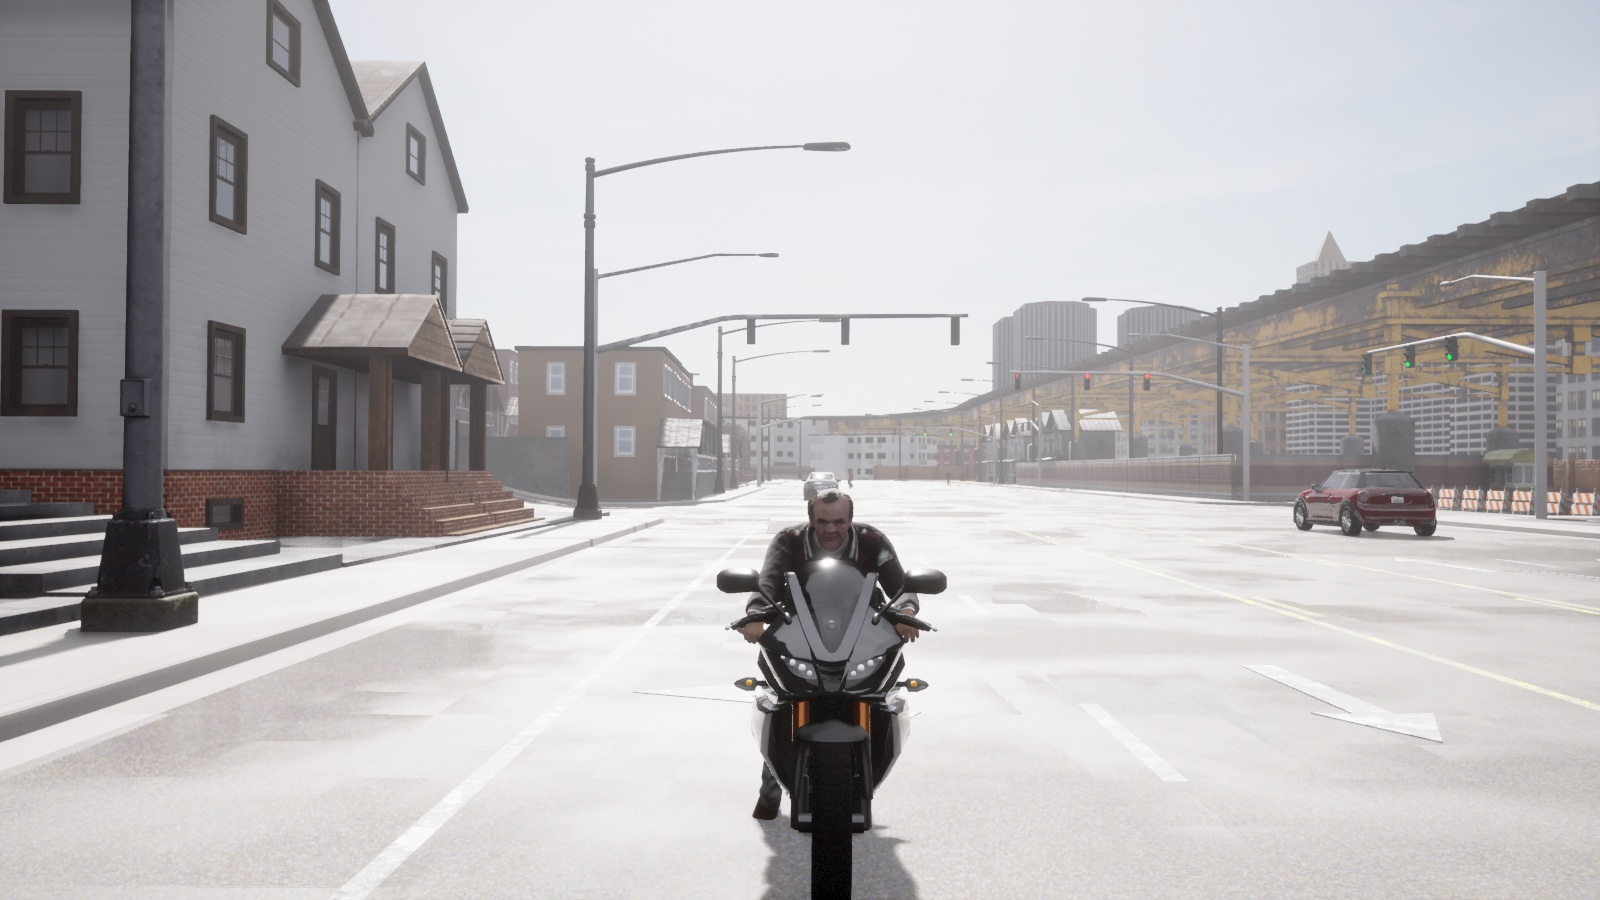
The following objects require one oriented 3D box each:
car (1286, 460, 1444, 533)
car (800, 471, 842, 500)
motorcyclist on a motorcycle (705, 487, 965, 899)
[{"bbox_3d":[14.574,1.162,32.692,2.097,1.767,4.553,0,-1,1],"label":"car"},{"bbox_3d":[1.191,1.906,68.064,2.128,1.511,4.902,0,-1,2],"label":"car"},{"bbox_3d":[0.135,0.938,5.312,0.866,1.530,2.191,0,-1,1],"label":"motorcyclist on a motorcycle"}]
